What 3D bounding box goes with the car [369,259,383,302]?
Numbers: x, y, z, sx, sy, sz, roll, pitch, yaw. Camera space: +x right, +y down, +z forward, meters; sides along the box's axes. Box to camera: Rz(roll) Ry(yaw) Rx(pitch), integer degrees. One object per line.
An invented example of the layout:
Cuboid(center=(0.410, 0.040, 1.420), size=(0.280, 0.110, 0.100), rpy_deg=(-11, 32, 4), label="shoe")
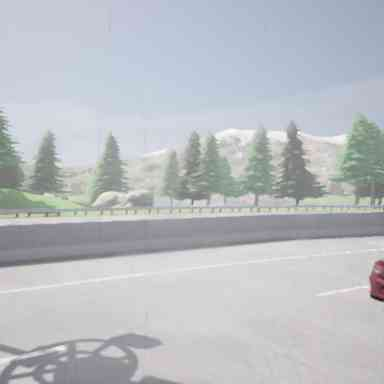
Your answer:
Cuboid(center=(5.531, 1.538, 6.429), size=(4.674, 1.442, 1.812), rpy_deg=(0, 0, -24), label="car")
